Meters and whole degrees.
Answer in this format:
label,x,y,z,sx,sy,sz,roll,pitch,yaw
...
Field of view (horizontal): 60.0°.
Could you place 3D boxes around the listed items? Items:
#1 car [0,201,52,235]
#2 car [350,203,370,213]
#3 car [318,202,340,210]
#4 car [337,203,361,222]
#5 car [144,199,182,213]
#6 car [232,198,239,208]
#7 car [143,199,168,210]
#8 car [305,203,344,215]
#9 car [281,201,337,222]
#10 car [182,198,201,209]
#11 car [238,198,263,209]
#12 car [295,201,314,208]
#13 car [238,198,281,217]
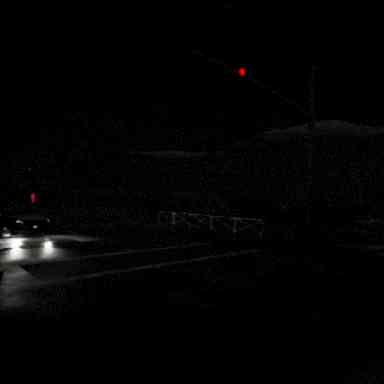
label,x,y,z,sx,sy,sz,roll,pitch,yaw
car,-9.134,1.417,18.062,1.812,1.442,4.674,2,-1,-40
car,25.752,2.533,51.850,1.845,1.501,3.633,2,-1,-40
car,27.969,2.848,67.963,1.970,1.475,3.806,2,-1,-40
car,13.429,2.069,31.604,1.970,1.475,3.806,2,-1,-40
car,-3.739,1.787,41.390,2.007,1.523,4.514,2,-1,-40
car,9.169,2.083,61.662,1.905,1.878,3.866,2,-1,-40
car,-5.416,1.786,49.155,1.970,1.475,3.806,2,-1,-40
car,18.034,2.276,45.508,2.007,1.523,4.514,2,-1,-40
car,10.486,1.705,29.957,1.905,1.878,3.866,2,-1,-40
car,-0.681,1.858,53.499,2.152,1.636,5.027,2,-1,-40
car,11.142,2.171,63.833,1.932,1.855,4.605,2,-1,-40
car,25.529,2.886,75.578,1.845,1.501,3.633,2,-1,-40
car,7.995,1.780,38.112,1.932,1.855,4.605,2,-1,-40
